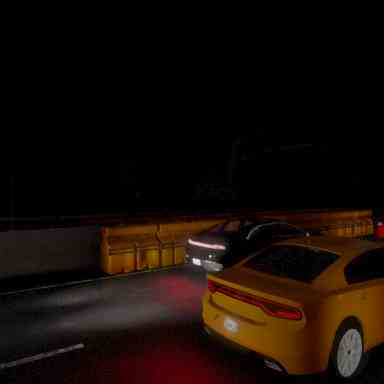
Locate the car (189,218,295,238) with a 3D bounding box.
[{"bbox_3d":[2.084,1.492,9.534,4.902,1.511,2.128,0,0,-36],"label":"car"}]

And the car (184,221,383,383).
[{"bbox_3d":[2.483,1.478,5.520,5.008,1.535,1.882,0,0,-36],"label":"car"}]
